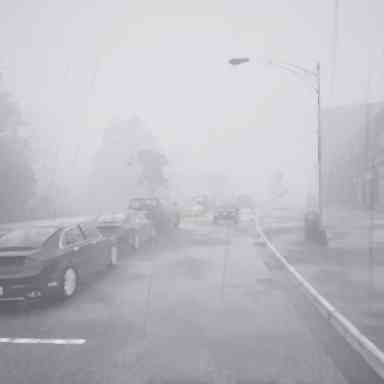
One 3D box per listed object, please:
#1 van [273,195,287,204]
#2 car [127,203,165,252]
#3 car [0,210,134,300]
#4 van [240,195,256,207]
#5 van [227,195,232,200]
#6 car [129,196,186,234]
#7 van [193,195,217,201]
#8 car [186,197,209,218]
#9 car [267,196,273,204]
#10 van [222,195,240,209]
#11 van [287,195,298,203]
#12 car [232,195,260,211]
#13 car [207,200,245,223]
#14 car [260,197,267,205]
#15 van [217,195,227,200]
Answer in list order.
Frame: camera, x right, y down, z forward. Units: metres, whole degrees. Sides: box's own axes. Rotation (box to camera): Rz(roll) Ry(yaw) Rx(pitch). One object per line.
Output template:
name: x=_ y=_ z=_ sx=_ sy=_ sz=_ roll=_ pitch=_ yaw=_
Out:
van: x=21.167 y=1.861 z=81.900 sx=1.878 sy=1.987 sz=4.442 roll=-2 pitch=0 yaw=31
car: x=-2.834 y=1.501 z=13.907 sx=2.231 sy=1.521 sz=4.892 roll=-3 pitch=0 yaw=6
car: x=-3.314 y=1.491 z=8.336 sx=2.231 sy=1.521 sz=4.892 roll=-3 pitch=0 yaw=5
van: x=10.482 y=1.630 z=62.319 sx=1.878 sy=1.987 sz=4.442 roll=-2 pitch=-1 yaw=23
van: x=4.290 y=1.449 z=46.747 sx=1.878 sy=1.987 sz=4.442 roll=-3 pitch=0 yaw=17
car: x=-2.166 y=1.260 z=19.493 sx=2.435 sy=2.045 sz=5.566 roll=-3 pitch=0 yaw=8
van: x=1.107 y=1.361 z=36.025 sx=1.878 sy=1.987 sz=4.442 roll=-3 pitch=0 yaw=12
car: x=-0.149 y=1.549 z=30.651 sx=1.946 sy=1.575 sz=5.366 roll=-3 pitch=0 yaw=14
car: x=15.503 y=2.022 z=72.174 sx=2.002 sy=1.452 sz=4.674 roll=-2 pitch=-1 yaw=28
van: x=6.143 y=1.504 z=52.010 sx=1.878 sy=1.987 sz=4.442 roll=-2 pitch=0 yaw=19
van: x=26.503 y=1.942 z=90.300 sx=1.878 sy=1.987 sz=4.442 roll=-2 pitch=0 yaw=31
car: x=6.963 y=1.343 z=42.444 sx=2.150 sy=2.045 sz=5.566 roll=-1 pitch=-1 yaw=17
car: x=2.753 y=1.576 z=25.638 sx=2.033 sy=1.411 sz=5.357 roll=0 pitch=0 yaw=11
car: x=12.889 y=1.671 z=67.267 sx=2.435 sy=2.045 sz=5.566 roll=-2 pitch=-1 yaw=24
van: x=2.607 y=1.401 z=41.415 sx=1.878 sy=1.987 sz=4.442 roll=-3 pitch=0 yaw=17
